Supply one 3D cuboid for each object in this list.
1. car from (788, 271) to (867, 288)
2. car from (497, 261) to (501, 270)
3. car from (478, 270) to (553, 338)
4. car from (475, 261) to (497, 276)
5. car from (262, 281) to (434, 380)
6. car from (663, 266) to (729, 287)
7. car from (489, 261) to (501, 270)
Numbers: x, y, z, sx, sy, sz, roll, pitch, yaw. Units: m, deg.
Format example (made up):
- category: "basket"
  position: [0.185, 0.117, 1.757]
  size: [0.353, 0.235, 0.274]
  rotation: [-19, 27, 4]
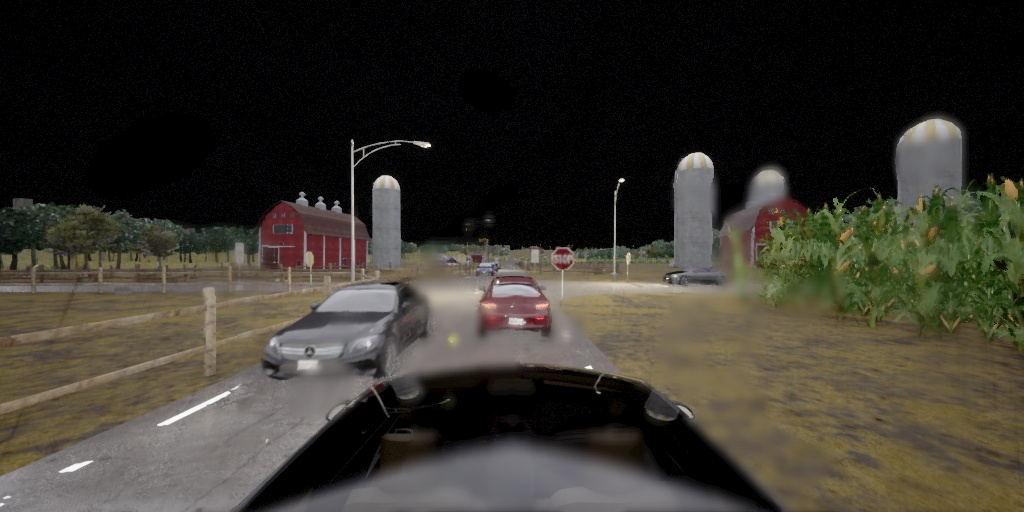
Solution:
- category: "car"
  position: [22.940, 1.518, 25.662]
  size: [5.357, 1.411, 2.033]
  rotation: [1, 1, 0]
- category: "car"
  position: [-2.920, 1.537, 49.787]
  size: [1.994, 1.385, 4.181]
  rotation: [0, 0, 0]
- category: "car"
  position: [0.037, 1.283, 10.146]
  size: [1.812, 1.442, 4.674]
  rotation: [0, 0, -2]
- category: "car"
  position: [-2.913, 1.434, 39.925]
  size: [1.812, 1.442, 4.674]
  rotation: [0, 0, 0]
- category: "car"
  position: [-2.860, 1.277, 7.362]
  size: [1.812, 1.442, 4.674]
  rotation: [0, 0, 0]
- category: "car"
  position: [13.107, 1.440, 25.648]
  size: [4.181, 1.385, 1.994]
  rotation: [0, 1, -1]
- category: "car"
  position: [-2.926, 1.593, 61.609]
  size: [1.837, 1.490, 4.892]
  rotation: [0, -1, 0]
